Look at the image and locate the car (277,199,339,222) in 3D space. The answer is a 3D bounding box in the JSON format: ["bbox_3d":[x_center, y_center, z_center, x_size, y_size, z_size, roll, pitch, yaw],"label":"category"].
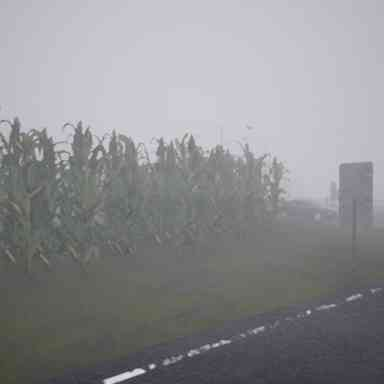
[{"bbox_3d":[8.628,1.315,24.820,1.837,1.490,4.892,1,0,-36],"label":"car"}]

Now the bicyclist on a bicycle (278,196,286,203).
[{"bbox_3d":[9.307,1.252,34.088,1.656,1.620,0.582,-1,1,-36],"label":"bicyclist on a bicycle"}]
